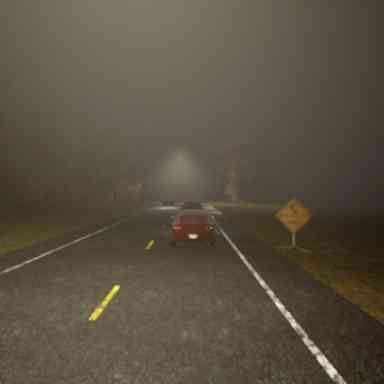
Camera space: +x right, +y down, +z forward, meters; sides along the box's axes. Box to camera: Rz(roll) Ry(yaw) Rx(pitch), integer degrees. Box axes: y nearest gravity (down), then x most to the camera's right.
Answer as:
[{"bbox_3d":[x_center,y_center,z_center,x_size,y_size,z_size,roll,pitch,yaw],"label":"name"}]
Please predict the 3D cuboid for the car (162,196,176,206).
[{"bbox_3d":[-3.676,1.469,53.307,2.128,1.511,4.902,0,0,0],"label":"car"}]

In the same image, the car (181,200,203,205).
[{"bbox_3d":[0.018,1.461,30.548,1.882,1.535,5.008,0,0,0],"label":"car"}]

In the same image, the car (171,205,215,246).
[{"bbox_3d":[0.048,1.516,15.004,1.812,1.442,4.674,0,0,0],"label":"car"}]

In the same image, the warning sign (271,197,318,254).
[{"bbox_3d":[3.533,1.108,11.546,1.300,1.860,1.060,0,0,0],"label":"warning sign"}]
